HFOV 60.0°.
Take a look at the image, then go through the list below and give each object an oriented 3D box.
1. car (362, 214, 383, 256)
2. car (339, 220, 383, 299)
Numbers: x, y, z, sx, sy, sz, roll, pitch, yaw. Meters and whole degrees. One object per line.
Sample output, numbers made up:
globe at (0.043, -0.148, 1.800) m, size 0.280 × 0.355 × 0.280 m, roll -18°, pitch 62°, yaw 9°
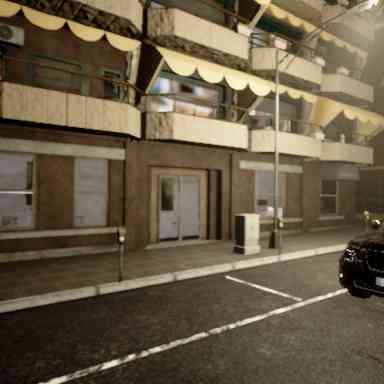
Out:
car at (8.536, 1.561, 12.630) m, size 4.313 × 1.339 × 1.947 m, roll 0°, pitch 1°, yaw -35°
car at (5.589, 1.218, 7.363) m, size 5.566 × 2.045 × 2.150 m, roll 0°, pitch 0°, yaw -35°
